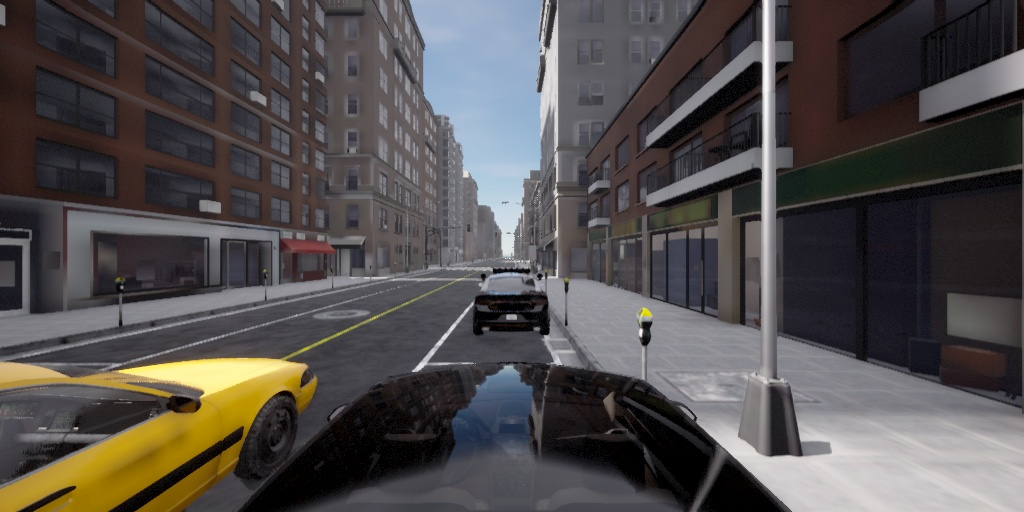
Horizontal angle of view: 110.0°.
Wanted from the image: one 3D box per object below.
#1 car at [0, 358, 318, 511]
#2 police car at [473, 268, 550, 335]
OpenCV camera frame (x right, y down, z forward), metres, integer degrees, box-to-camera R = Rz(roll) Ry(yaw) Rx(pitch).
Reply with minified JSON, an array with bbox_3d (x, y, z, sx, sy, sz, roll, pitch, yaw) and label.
[{"bbox_3d":[-3.020,1.200,1.689,1.801,1.575,5.366,0,0,0],"label":"car"},{"bbox_3d":[-0.012,1.165,10.610,1.930,1.638,5.238,0,0,0],"label":"police car"}]
